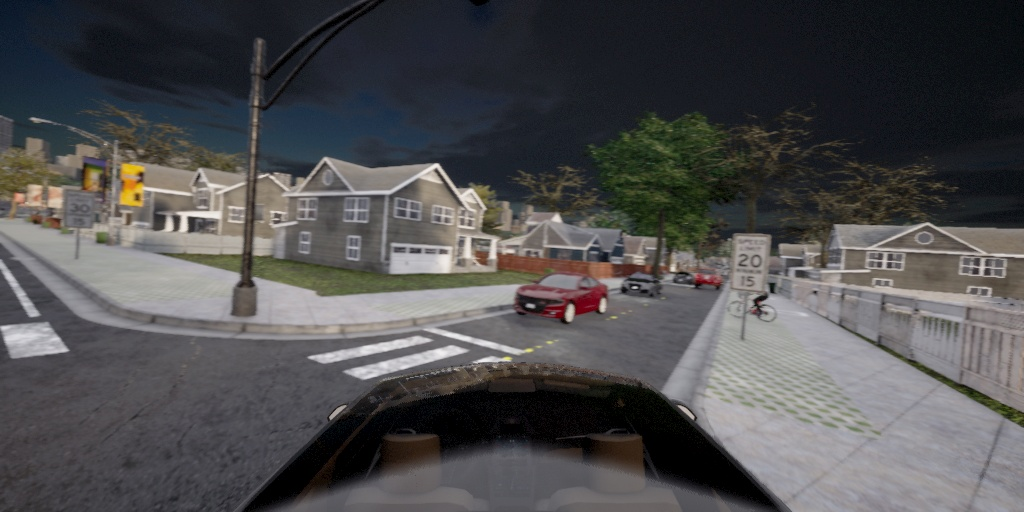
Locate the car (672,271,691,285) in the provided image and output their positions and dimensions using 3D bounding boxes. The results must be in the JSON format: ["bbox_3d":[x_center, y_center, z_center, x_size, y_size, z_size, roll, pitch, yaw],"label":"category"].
[{"bbox_3d":[20.090,2.504,41.915,1.812,1.442,4.674,5,1,32],"label":"car"}]

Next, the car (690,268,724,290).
[{"bbox_3d":[19.978,2.265,36.414,2.150,2.045,5.566,5,1,33],"label":"car"}]

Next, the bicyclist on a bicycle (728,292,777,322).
[{"bbox_3d":[9.772,1.786,14.555,1.656,1.620,0.582,6,1,32],"label":"bicyclist on a bicycle"}]

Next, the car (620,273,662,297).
[{"bbox_3d":[8.618,1.828,23.681,1.994,1.385,4.181,5,1,32],"label":"car"}]

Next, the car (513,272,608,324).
[{"bbox_3d":[1.937,1.327,12.953,1.882,1.535,5.008,5,1,33],"label":"car"}]
